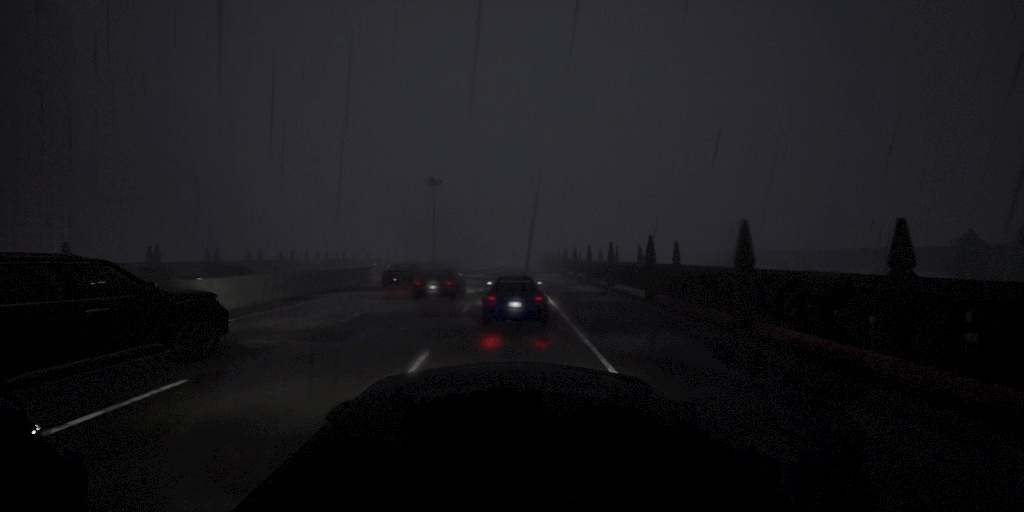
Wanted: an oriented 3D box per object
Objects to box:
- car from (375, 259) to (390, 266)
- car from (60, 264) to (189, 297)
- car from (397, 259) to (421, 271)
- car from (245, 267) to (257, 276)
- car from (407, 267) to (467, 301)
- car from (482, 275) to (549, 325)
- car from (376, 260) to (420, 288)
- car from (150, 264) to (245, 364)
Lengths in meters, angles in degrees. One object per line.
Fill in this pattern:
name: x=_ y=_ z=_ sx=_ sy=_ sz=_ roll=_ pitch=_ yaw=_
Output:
car: x=-21.025 y=1.239 z=59.235 sx=1.882 sy=1.535 sz=5.008 roll=0 pitch=0 yaw=1
car: x=-21.094 y=1.259 z=19.926 sx=1.837 sy=1.490 sz=4.892 roll=0 pitch=0 yaw=0
car: x=-14.067 y=1.237 z=49.252 sx=1.882 sy=1.535 sz=5.008 roll=0 pitch=0 yaw=0
car: x=-17.593 y=1.246 z=21.412 sx=2.128 sy=1.511 sz=4.902 roll=0 pitch=0 yaw=0
car: x=-3.396 y=1.317 z=17.387 sx=1.994 sy=1.385 sz=4.181 roll=0 pitch=0 yaw=0
car: x=0.103 y=1.316 z=11.852 sx=1.994 sy=1.385 sz=4.181 roll=0 pitch=0 yaw=0
car: x=-6.894 y=1.232 z=23.594 sx=1.882 sy=1.535 sz=5.008 roll=0 pitch=0 yaw=0
car: x=-6.899 y=0.972 z=4.976 sx=2.150 sy=2.045 sz=5.566 roll=0 pitch=0 yaw=0
